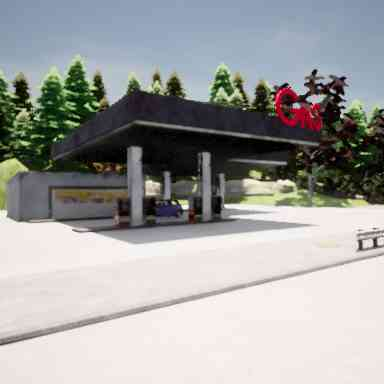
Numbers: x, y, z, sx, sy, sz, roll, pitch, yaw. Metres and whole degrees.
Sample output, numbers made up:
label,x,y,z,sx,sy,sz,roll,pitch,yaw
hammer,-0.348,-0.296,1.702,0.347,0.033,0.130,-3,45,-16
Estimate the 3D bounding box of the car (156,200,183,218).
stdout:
label,x,y,z,sx,sy,sz,roll,pitch,yaw
car,-2.570,1.394,26.940,3.633,1.501,1.845,0,0,-35
